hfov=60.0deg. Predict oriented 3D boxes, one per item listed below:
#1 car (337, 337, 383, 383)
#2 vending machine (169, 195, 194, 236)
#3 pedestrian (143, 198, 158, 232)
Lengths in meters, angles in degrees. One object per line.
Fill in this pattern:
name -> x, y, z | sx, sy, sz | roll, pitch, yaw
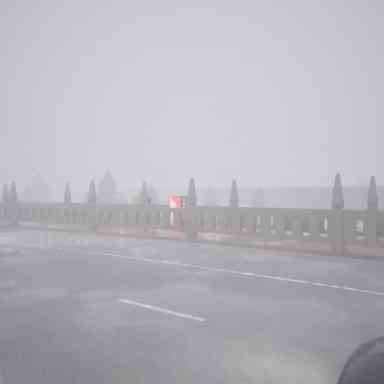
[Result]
car -> 3.270, 1.503, 1.532 | 4.892, 1.490, 1.837 | -1, -1, 36
vending machine -> -0.562, 1.195, 17.624 | 0.880, 2.100, 1.100 | 0, 0, 30
pedestrian -> -2.123, 1.141, 16.820 | 0.375, 1.860, 0.375 | 0, 0, 30
